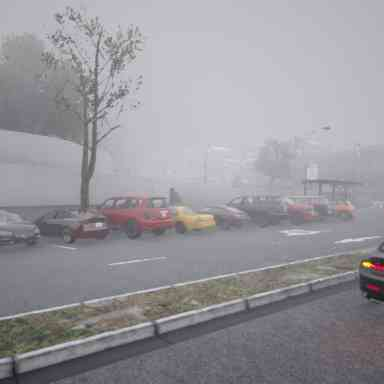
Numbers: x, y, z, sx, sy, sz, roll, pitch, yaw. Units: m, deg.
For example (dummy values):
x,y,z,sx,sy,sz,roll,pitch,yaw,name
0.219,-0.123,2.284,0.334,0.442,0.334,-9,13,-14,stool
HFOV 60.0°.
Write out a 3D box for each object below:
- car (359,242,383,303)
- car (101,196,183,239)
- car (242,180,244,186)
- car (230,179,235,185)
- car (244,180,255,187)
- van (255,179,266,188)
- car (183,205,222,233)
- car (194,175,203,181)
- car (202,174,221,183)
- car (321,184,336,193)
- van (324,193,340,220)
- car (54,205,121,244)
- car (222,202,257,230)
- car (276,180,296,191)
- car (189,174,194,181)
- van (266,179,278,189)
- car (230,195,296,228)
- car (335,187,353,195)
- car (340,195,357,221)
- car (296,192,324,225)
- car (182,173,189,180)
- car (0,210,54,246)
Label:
x,y,z,sx,sy,sz,roll,pitch,yaw,name
5.404,1.515,6.959,4.892,1.490,1.837,0,0,-35,car
-3.563,1.248,17.676,5.566,2.045,2.435,-1,-1,35,car
12.470,-2.045,76.216,2.002,1.452,4.674,7,4,35,car
10.732,-2.318,78.682,2.002,1.452,4.674,7,3,35,car
14.296,-1.813,73.892,1.946,1.575,5.366,7,3,35,car
15.865,-1.765,71.158,1.878,1.987,4.442,7,4,35,van
-1.239,1.503,19.499,5.366,1.575,1.946,-1,-1,35,car
3.797,-3.700,88.466,2.435,2.045,5.566,7,3,34,car
5.643,-3.177,86.203,1.946,1.575,5.366,7,3,34,car
24.538,-0.427,58.920,2.435,2.045,5.566,7,3,35,car
8.861,1.296,26.237,4.442,1.987,1.878,-1,-1,35,van
-6.012,1.524,15.936,4.792,1.488,2.163,-1,-1,35,car
1.370,1.548,21.121,4.674,1.452,2.002,-1,-1,35,car
19.343,-0.994,66.317,2.231,1.521,4.892,7,3,35,car
2.008,-3.851,90.936,2.185,1.767,4.553,6,3,34,car
17.588,-1.492,68.682,1.878,1.987,4.442,7,4,35,van
3.801,1.262,22.873,5.566,2.045,2.435,-1,-1,35,car
26.224,0.135,56.444,2.002,1.452,4.674,7,3,35,car
11.273,1.403,27.983,4.553,1.767,2.185,-1,-1,35,car
6.318,1.267,24.573,5.566,2.045,2.435,-1,-1,35,car
0.283,-4.086,93.410,2.185,1.767,4.553,4,1,34,car
-8.435,1.494,14.195,4.892,1.521,2.231,-1,-1,35,car
